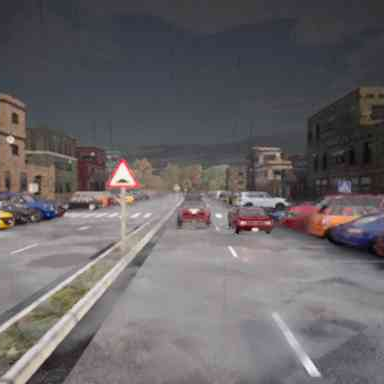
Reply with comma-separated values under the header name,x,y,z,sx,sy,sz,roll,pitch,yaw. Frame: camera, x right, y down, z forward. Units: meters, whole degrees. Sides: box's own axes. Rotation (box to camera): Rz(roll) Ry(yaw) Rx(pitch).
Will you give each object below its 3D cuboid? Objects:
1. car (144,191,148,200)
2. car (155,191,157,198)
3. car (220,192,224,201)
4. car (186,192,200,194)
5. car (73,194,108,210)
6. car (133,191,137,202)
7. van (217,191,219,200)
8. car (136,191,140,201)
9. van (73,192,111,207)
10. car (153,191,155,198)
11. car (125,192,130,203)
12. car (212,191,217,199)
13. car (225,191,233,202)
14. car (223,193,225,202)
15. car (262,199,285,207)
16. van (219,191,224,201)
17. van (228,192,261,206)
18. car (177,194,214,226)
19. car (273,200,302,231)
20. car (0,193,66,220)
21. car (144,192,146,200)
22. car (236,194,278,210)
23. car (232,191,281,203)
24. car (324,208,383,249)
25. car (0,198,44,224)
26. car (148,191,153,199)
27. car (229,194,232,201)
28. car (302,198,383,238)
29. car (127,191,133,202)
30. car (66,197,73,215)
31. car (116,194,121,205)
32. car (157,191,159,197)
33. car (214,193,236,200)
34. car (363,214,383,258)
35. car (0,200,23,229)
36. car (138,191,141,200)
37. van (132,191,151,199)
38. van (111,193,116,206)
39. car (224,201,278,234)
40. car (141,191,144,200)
name,x,y,z,sx,sy,sz,roll,pitch,yaw
car,-12.541,1.035,71.298,4.892,1.521,2.231,0,0,0
car,-12.504,0.731,85.190,5.566,2.045,2.435,0,0,0
car,7.651,1.191,56.067,4.674,1.452,2.002,0,0,0
car,0.113,1.011,40.422,2.150,2.045,5.566,0,1,0
car,-12.575,1.250,37.948,4.892,1.521,2.231,0,0,0
car,-12.557,1.115,57.405,5.008,1.535,2.097,0,0,0
van,7.773,0.853,67.094,4.442,1.987,1.878,0,0,0
car,-12.564,1.098,60.182,4.892,1.521,2.231,0,0,0
van,-12.695,1.004,40.726,4.442,1.987,1.878,0,0,0
car,-12.353,0.997,79.634,5.366,1.575,1.946,0,0,0
car,-12.384,1.170,49.065,5.366,1.575,1.946,0,0,0
car,7.685,0.812,69.852,5.566,2.045,2.435,0,0,0
car,7.680,0.982,45.035,5.566,2.045,2.435,0,0,0
car,7.658,1.192,50.552,5.008,1.535,2.097,0,0,0
car,7.617,1.403,22.974,4.792,1.488,2.163,0,0,0
van,7.772,0.887,61.581,4.442,1.987,1.878,0,0,0
van,7.535,0.987,47.793,4.442,1.987,1.878,0,0,0
car,0.116,1.245,22.550,2.097,1.767,4.553,0,0,0
car,7.648,1.427,20.216,4.674,1.452,2.002,0,0,0
car,-12.567,1.085,24.048,5.566,2.045,2.435,0,0,0
car,-12.547,1.088,68.519,4.674,1.452,2.002,0,0,0
car,7.681,1.148,39.396,4.553,1.767,2.185,0,0,0
car,7.678,1.041,36.760,5.566,2.045,2.435,0,0,0
car,7.641,1.463,12.072,4.674,1.452,2.002,0,0,0
car,-12.592,1.354,21.271,4.892,1.521,2.231,0,0,0
car,-12.513,0.758,76.855,5.566,2.045,2.435,0,0,0
car,7.645,1.254,42.154,5.008,1.535,2.097,0,0,0
car,7.613,1.286,14.699,4.553,1.767,2.185,0,0,0
car,-12.595,1.008,54.623,4.553,1.767,2.185,0,0,0
car,-12.563,1.349,26.830,4.792,1.488,2.163,0,0,0
car,-12.575,1.233,46.286,4.674,1.452,2.002,0,0,0
car,-12.522,1.005,93.404,4.674,1.452,2.002,0,0,0
car,7.688,1.053,78.123,4.792,1.488,2.163,0,0,0
car,7.640,1.475,9.184,4.674,1.452,2.002,0,0,0
car,-12.606,1.369,18.491,5.008,1.535,2.097,0,0,0
car,-12.524,0.953,62.959,4.553,1.767,2.185,0,0,0
van,-12.419,0.765,82.413,4.442,1.987,1.878,0,0,0
van,-12.692,0.986,43.505,4.442,1.987,1.878,0,0,0
car,3.104,1.473,18.588,1.895,1.301,4.718,0,2,0
car,-12.521,0.938,65.739,4.553,1.767,2.185,0,0,0
